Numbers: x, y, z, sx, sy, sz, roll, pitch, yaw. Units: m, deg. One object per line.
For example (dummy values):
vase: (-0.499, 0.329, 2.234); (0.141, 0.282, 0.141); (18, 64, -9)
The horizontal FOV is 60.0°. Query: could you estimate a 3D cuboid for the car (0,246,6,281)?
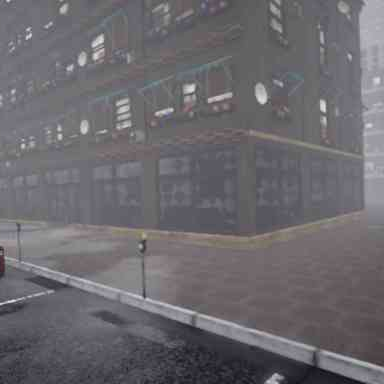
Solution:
car: (-6.460, 1.605, 8.689); (4.507, 1.381, 1.887); (-1, 0, 41)
